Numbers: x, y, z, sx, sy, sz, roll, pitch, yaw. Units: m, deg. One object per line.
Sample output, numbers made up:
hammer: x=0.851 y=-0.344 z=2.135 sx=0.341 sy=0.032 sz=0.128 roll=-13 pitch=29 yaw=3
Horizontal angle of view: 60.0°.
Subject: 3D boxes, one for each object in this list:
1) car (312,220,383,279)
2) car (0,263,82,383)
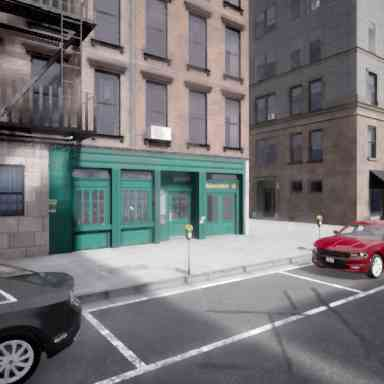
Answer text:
car: x=5.464 y=1.544 z=10.056 sx=4.507 sy=1.381 sz=1.887 roll=0 pitch=0 yaw=-35
car: x=-3.525 y=1.551 z=3.679 sx=4.403 sy=1.369 sz=2.008 roll=0 pitch=0 yaw=-35
